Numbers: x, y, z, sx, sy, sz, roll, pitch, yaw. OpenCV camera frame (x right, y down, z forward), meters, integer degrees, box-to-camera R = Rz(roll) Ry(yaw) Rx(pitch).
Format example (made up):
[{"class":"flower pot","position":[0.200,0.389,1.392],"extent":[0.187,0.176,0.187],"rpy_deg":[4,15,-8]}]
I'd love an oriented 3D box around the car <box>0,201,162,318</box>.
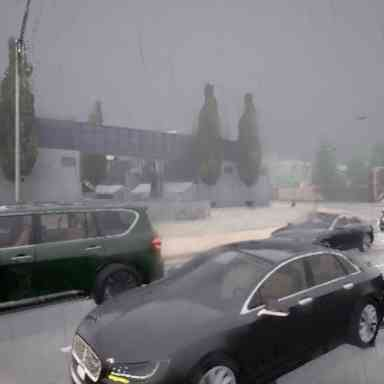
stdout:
[{"class":"car","position":[-3.153,1.222,6.058],"extent":[5.566,2.045,2.150],"rpy_deg":[0,0,-36]}]

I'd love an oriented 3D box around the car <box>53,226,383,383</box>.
[{"class":"car","position":[0.880,1.504,4.679],"extent":[4.892,1.490,1.837],"rpy_deg":[0,0,-36]}]

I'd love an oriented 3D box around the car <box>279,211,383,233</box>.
[{"class":"car","position":[4.776,1.487,12.013],"extent":[4.902,1.511,2.128],"rpy_deg":[0,0,-39]}]
